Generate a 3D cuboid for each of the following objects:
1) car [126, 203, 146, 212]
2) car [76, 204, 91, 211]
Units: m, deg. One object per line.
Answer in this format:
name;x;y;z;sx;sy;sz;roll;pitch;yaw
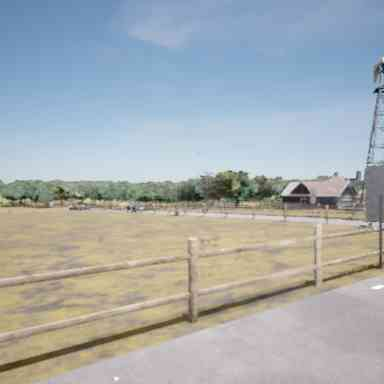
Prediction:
car;-9.541;2.668;56.453;2.128;1.511;4.902;0;-2;-36
car;-27.686;4.030;86.622;2.097;1.767;4.553;0;-3;-36
